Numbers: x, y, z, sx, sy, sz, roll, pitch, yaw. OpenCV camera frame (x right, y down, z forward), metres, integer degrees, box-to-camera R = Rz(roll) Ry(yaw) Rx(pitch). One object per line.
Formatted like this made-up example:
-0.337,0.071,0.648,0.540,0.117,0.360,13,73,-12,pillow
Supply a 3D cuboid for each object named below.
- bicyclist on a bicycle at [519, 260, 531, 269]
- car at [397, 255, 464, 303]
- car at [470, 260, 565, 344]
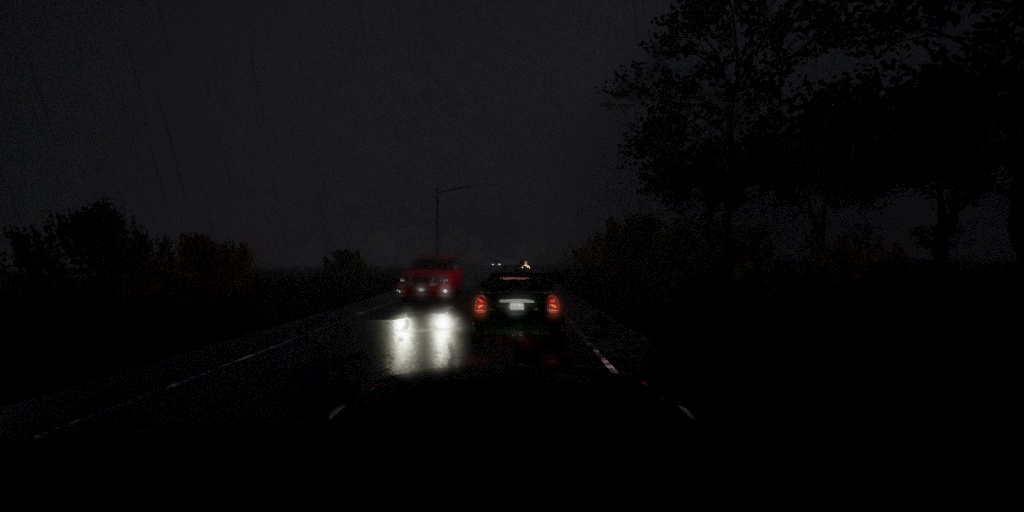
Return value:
0.985,1.177,25.563,0.866,1.612,1.509,0,0,1,bicyclist on a bicycle
-3.575,0.966,16.868,2.150,2.045,5.566,0,0,0,car
0.116,1.099,9.740,2.097,1.767,4.553,0,0,0,car
